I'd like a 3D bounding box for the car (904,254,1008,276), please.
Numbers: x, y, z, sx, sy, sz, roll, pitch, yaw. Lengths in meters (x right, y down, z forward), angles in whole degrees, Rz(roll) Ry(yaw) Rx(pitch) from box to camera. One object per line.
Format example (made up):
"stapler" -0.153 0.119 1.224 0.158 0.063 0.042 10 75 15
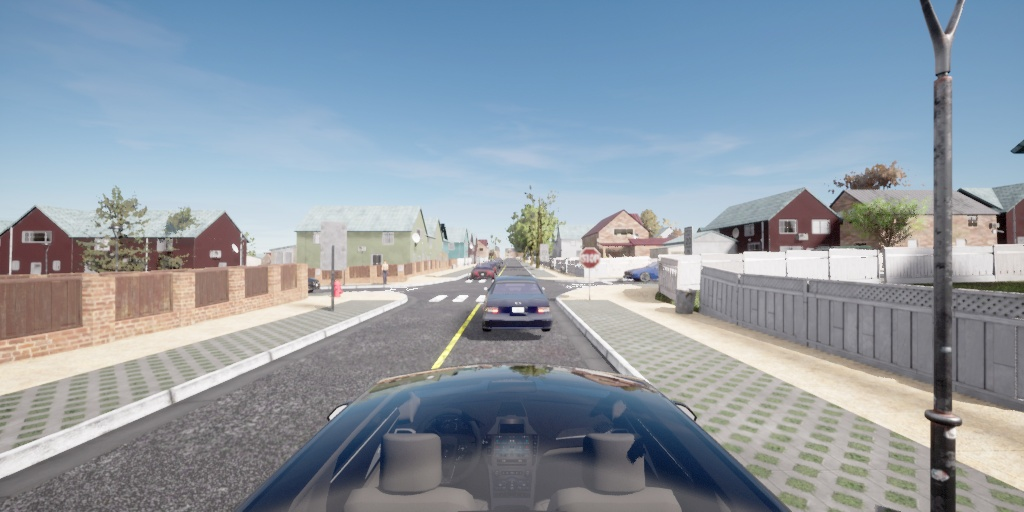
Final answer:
"car" 26.005 0.475 21.465 4.902 1.511 2.128 -2 -1 0

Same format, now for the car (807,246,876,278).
"car" 21.514 0.384 24.396 5.566 2.045 2.150 -2 -1 0

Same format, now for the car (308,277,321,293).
"car" -14.051 1.575 21.314 4.892 1.490 1.837 -2 -1 -1

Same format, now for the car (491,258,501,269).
"car" -2.752 1.313 42.699 1.994 1.385 4.181 0 0 1

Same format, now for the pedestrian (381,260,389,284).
"pedestrian" -9.644 1.210 27.177 0.375 1.860 0.375 0 0 0

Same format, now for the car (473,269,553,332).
"car" 0.093 1.299 10.848 2.033 1.411 5.357 0 0 -1

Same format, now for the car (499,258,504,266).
"car" -2.707 1.237 55.288 2.128 1.511 4.902 0 0 1

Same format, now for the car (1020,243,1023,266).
"car" 36.403 -0.012 24.450 5.566 2.045 2.150 -1 -1 -1

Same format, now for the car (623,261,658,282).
"car" 10.409 1.011 24.385 5.357 1.411 2.033 -2 -1 1

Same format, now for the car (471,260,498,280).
"car" -2.479 1.314 30.960 1.994 1.385 4.181 0 0 -3
